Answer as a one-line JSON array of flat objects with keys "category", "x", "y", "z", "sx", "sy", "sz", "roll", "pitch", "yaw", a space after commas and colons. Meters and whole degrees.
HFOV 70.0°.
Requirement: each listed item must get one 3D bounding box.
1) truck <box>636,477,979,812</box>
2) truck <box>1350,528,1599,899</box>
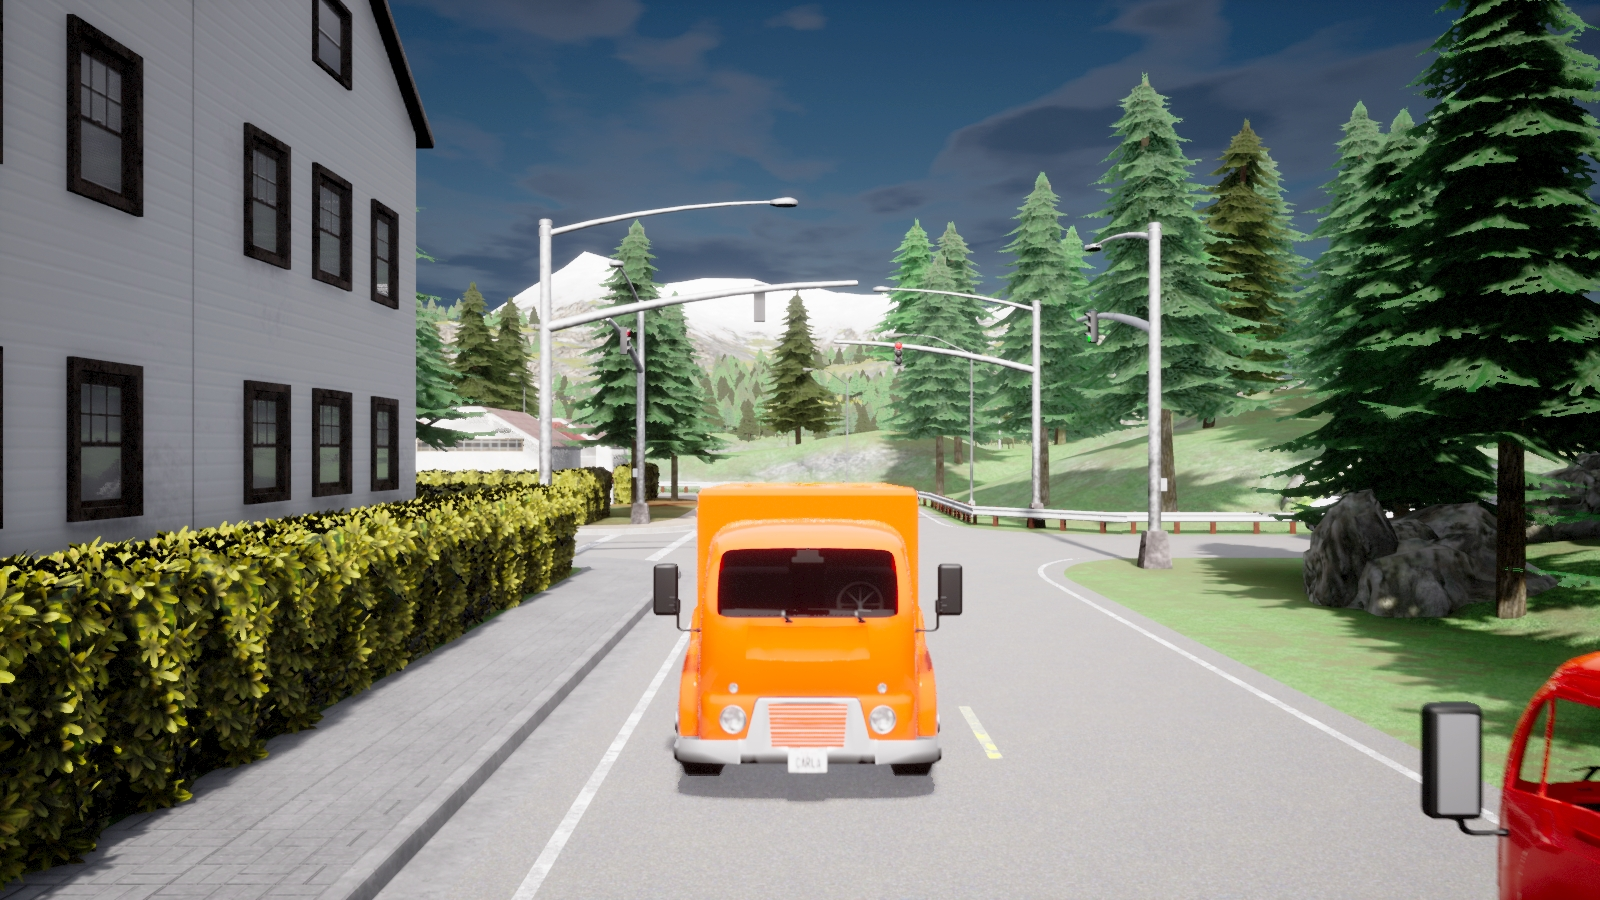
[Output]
[{"category": "truck", "x": 0.073, "y": 1.552, "z": 11.378, "sx": 2.627, "sy": 2.467, "sz": 5.204, "roll": 0, "pitch": 0, "yaw": 0}, {"category": "truck", "x": 3.513, "y": 1.548, "z": 1.977, "sx": 2.627, "sy": 2.467, "sz": 5.204, "roll": 0, "pitch": 0, "yaw": 0}]
